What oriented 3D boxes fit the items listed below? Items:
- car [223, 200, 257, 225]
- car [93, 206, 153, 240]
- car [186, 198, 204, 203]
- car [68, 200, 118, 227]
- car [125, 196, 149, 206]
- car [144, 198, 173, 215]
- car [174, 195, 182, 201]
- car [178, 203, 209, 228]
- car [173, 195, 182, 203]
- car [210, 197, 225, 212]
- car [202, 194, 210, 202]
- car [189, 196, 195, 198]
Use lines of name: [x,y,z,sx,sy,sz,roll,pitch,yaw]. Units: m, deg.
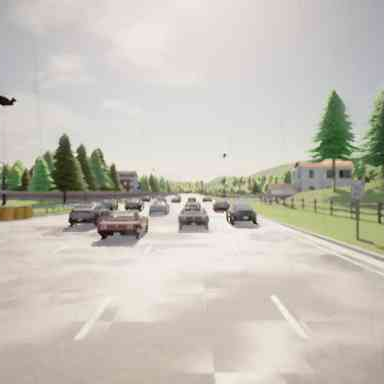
car: [3.586,1.578,24.586,1.812,1.442,4.674,0,0,0]
car: [-3.399,1.637,17.334,1.895,1.301,4.718,0,0,0]
car: [0.101,1.683,38.908,1.895,1.301,4.718,0,0,0]
car: [-6.899,1.540,22.916,2.128,1.511,4.902,0,0,0]
car: [-6.898,1.576,40.337,2.128,1.511,4.902,0,0,0]
car: [-3.398,1.621,34.989,2.033,1.411,5.357,0,0,0]
car: [-3.496,1.505,82.030,1.837,1.490,4.892,0,0,0]
car: [0.101,1.648,22.167,1.895,1.301,4.718,0,0,0]
car: [-3.497,1.697,72.026,1.994,1.385,4.181,0,0,0]
car: [3.602,1.651,41.108,1.994,1.385,4.181,0,0,0]
car: [3.504,1.714,76.609,1.994,1.385,4.181,0,0,0]
car: [0.004,1.678,74.109,2.128,1.511,4.902,0,0,0]
